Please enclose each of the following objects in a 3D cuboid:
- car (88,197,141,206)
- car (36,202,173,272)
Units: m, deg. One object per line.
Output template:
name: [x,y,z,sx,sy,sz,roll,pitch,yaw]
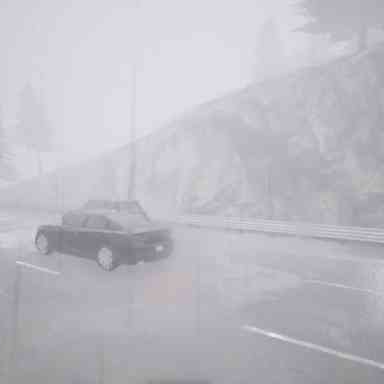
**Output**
car: [-4.103,1.069,15.509,4.553,1.767,2.097,2,1,36]
car: [-2.863,1.289,10.304,5.008,1.535,1.882,2,1,36]
